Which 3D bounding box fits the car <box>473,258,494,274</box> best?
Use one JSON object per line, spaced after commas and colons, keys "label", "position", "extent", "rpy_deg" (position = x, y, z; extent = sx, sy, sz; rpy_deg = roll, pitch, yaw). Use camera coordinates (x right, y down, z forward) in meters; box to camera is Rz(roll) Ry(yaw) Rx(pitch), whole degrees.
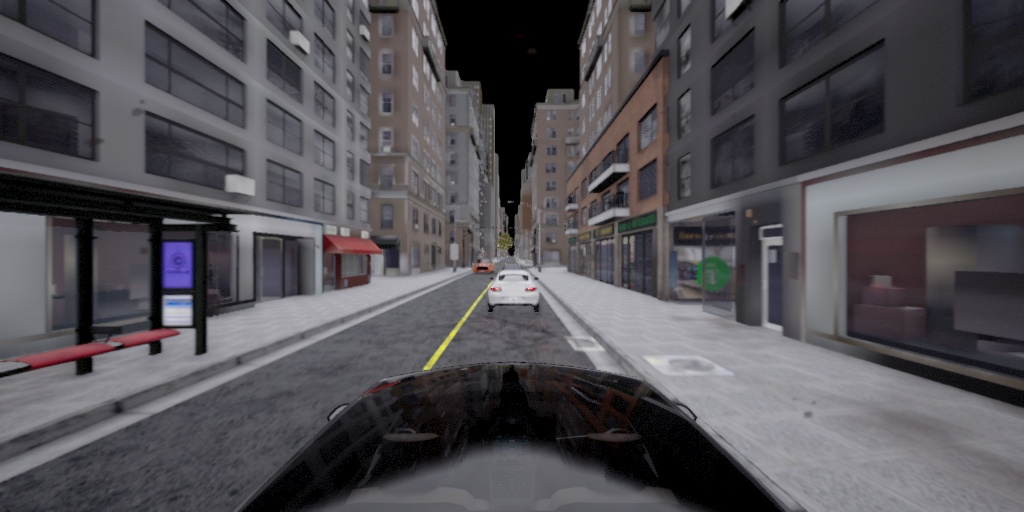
{"label": "car", "position": [-3.061, 1.000, 39.470], "extent": [2.097, 1.767, 4.553], "rpy_deg": [0, 0, 0]}

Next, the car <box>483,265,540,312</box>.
{"label": "car", "position": [0.078, 1.240, 14.007], "extent": [1.812, 1.442, 4.674], "rpy_deg": [0, 0, 1]}
